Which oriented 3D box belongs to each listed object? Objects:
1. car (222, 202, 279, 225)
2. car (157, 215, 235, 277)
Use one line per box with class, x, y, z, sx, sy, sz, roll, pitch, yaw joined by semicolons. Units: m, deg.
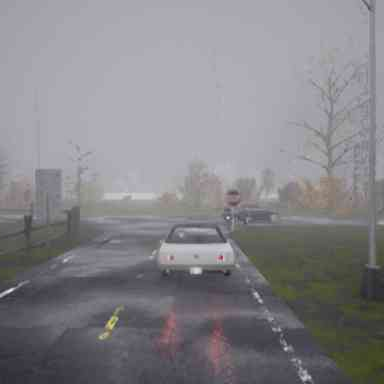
car;4.331;1.522;24.087;4.892;1.490;1.837;1;-2;-39
car;0.104;1.585;10.145;1.895;1.301;4.718;0;0;0
